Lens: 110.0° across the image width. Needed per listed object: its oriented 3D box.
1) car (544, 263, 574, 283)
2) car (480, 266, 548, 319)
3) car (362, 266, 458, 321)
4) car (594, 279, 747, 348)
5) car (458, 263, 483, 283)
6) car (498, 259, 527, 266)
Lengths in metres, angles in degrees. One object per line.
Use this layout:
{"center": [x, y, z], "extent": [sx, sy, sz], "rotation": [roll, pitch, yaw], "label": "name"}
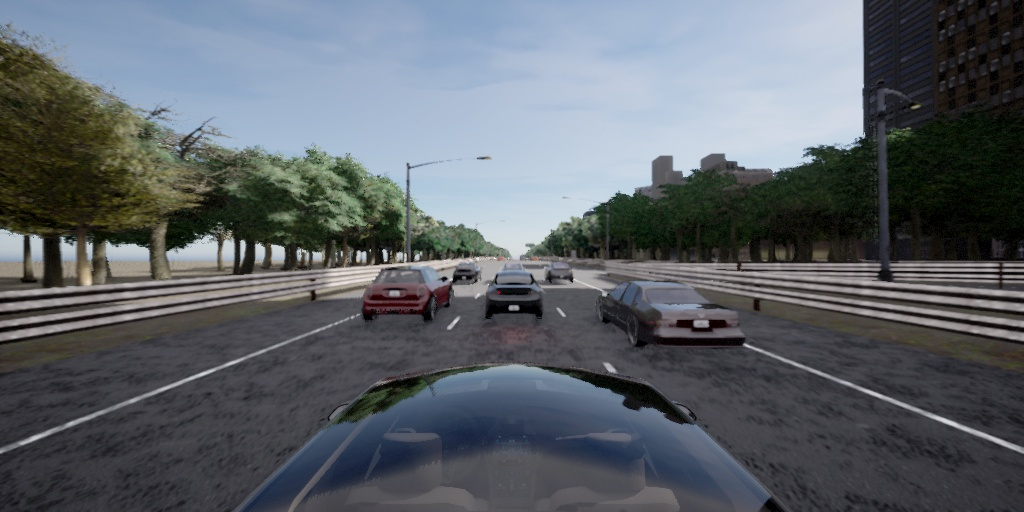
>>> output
{"center": [3.589, 1.256, 27.944], "extent": [2.128, 1.511, 4.902], "rotation": [0, 0, 0], "label": "car"}
{"center": [0.078, 1.273, 12.950], "extent": [1.837, 1.490, 4.892], "rotation": [0, 0, 0], "label": "car"}
{"center": [-3.425, 1.118, 12.627], "extent": [2.097, 1.767, 4.553], "rotation": [0, 0, 0], "label": "car"}
{"center": [3.550, 1.309, 9.196], "extent": [2.033, 1.411, 5.357], "rotation": [0, 0, 1], "label": "car"}
{"center": [-3.410, 1.271, 28.008], "extent": [1.837, 1.490, 4.892], "rotation": [0, 1, 0], "label": "car"}
{"center": [0.089, 1.257, 27.922], "extent": [2.128, 1.511, 4.902], "rotation": [0, 0, 0], "label": "car"}
